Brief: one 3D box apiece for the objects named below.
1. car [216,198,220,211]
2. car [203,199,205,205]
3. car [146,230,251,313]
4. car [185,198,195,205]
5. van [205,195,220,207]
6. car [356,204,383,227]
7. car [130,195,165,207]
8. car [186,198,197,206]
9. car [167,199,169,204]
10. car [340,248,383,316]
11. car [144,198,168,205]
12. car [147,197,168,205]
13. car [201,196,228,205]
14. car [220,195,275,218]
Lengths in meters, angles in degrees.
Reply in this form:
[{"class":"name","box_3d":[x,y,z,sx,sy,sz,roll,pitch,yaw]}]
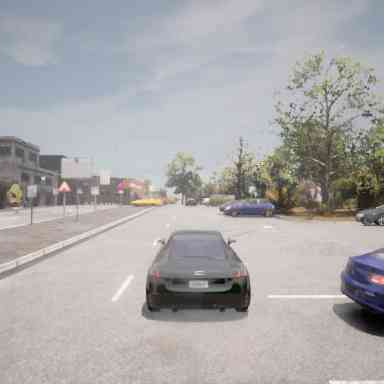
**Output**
[{"class":"car","box_3d":[5.055,1.552,33.337,4.674,1.452,2.002,0,0,0]},{"class":"car","box_3d":[5.072,1.721,56.925,5.366,1.575,1.946,0,-1,0]},{"class":"car","box_3d":[0.109,1.571,7.779,1.994,1.385,4.181,0,0,0]},{"class":"car","box_3d":[-0.365,2.202,74.544,1.882,1.535,5.008,0,-2,2]},{"class":"van","box_3d":[4.794,1.448,54.133,4.442,1.987,1.878,0,-1,0]},{"class":"car","box_3d":[13.081,1.402,21.346,4.902,1.511,2.128,0,-3,-4]},{"class":"car","box_3d":[-7.547,1.677,54.674,5.366,1.575,1.946,0,-1,0]},{"class":"car","box_3d":[-0.136,1.866,61.393,1.812,1.442,4.674,0,-1,-1]},{"class":"car","box_3d":[-7.443,1.706,66.825,5.566,2.045,2.435,0,-2,-1]},{"class":"car","box_3d":[5.084,1.525,5.831,4.674,1.452,2.002,0,0,0]},{"class":"car","box_3d":[-7.505,2.047,69.733,5.008,1.535,2.097,0,-2,-1]},{"class":"car","box_3d":[-7.518,2.016,72.771,4.553,1.767,2.185,0,-2,-1]},{"class":"car","box_3d":[4.718,1.831,70.765,5.566,2.045,2.435,0,-2,-1]},{"class":"car","box_3d":[5.127,1.382,30.167,4.553,1.767,2.185,0,0,0]}]
